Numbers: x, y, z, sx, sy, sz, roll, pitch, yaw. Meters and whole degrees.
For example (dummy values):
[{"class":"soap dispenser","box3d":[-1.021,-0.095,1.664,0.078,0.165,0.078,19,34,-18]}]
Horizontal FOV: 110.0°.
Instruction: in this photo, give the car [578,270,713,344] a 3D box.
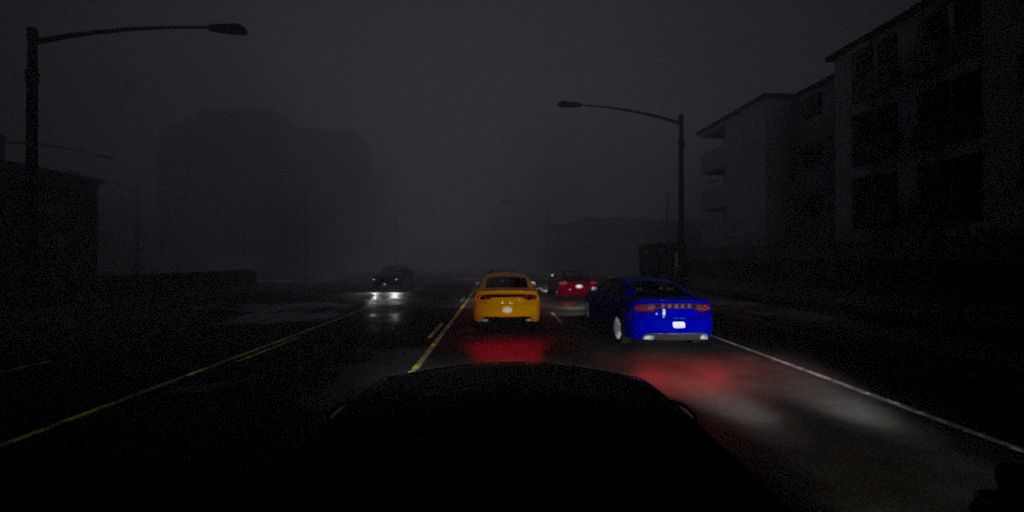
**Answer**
[{"class":"car","box3d":[3.358,1.269,9.811,1.882,1.535,5.008,0,0,-1]}]

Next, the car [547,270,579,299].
[{"class":"car","box3d":[3.037,1.401,18.697,1.994,1.385,4.181,0,0,-3]}]

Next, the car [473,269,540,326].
[{"class":"car","box3d":[-0.202,1.281,11.894,1.882,1.535,5.008,0,0,-2]}]

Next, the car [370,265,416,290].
[{"class":"car","box3d":[-7.812,1.328,24.210,2.033,1.411,5.357,0,0,-3]}]
